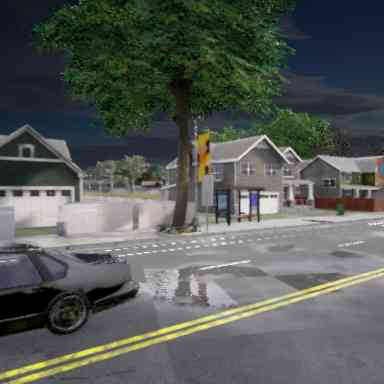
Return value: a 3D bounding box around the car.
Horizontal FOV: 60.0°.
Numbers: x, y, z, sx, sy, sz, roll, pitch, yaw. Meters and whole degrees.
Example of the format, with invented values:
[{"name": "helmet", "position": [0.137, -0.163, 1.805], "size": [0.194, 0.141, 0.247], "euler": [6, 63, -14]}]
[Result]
[{"name": "car", "position": [-3.524, 1.547, 5.164], "size": [5.357, 1.411, 2.033], "euler": [0, 0, -35]}]
